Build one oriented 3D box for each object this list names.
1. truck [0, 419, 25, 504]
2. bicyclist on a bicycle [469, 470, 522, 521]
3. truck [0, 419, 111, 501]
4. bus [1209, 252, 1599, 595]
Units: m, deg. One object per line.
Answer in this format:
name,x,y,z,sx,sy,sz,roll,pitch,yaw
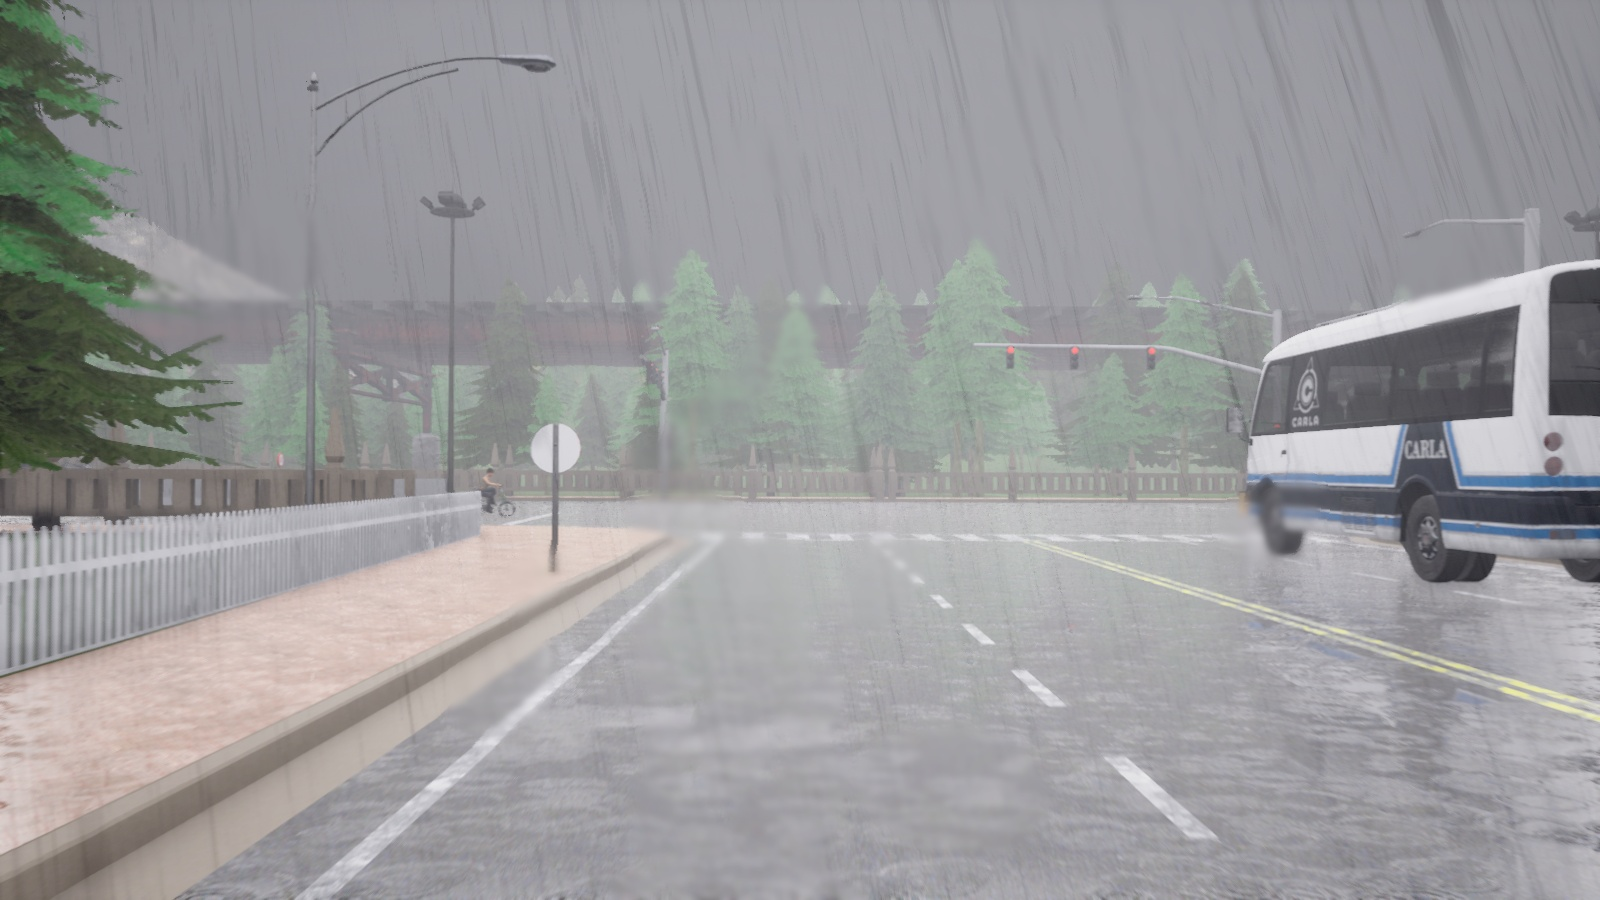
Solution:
truck,-36.209,0.200,50.542,7.936,3.462,2.891,4,-1,-2
bicyclist on a bicycle,-9.900,1.475,40.856,1.509,1.612,0.866,0,-1,-2
truck,-36.493,0.312,57.536,7.936,3.462,2.891,4,-1,-2
bus,10.442,-0.257,20.734,3.944,4.253,10.273,0,-1,0
